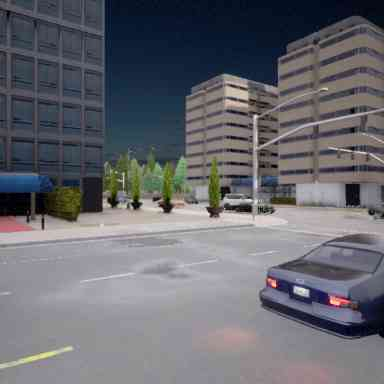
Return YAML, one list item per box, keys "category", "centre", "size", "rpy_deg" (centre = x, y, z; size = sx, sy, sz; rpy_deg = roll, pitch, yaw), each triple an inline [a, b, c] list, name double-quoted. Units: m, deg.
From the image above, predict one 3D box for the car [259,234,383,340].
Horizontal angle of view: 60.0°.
- category: "car"
  centre: [3.702, 1.547, 6.462]
  size: [5.357, 1.411, 2.033]
  rpy_deg: [0, 0, -35]

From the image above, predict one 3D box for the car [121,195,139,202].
- category: "car"
  centre: [-12.385, 1.210, 66.243]
  size: [1.895, 1.301, 4.718]
  rpy_deg: [0, 0, -35]

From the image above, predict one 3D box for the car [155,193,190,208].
- category: "car"
  centre: [-2.706, 1.351, 46.165]
  size: [2.097, 1.767, 4.553]
  rpy_deg: [0, 0, -35]

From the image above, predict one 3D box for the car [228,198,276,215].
- category: "car"
  centre: [6.152, 1.601, 33.436]
  size: [1.895, 1.301, 4.718]
  rpy_deg: [0, 0, -34]

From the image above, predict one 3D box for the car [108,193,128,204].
- category: "car"
  centre: [-13.969, 1.225, 62.370]
  size: [2.150, 2.045, 5.566]
  rpy_deg: [0, 0, -35]

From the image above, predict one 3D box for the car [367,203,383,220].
- category: "car"
  centre: [16.089, 1.491, 25.439]
  size: [2.128, 1.511, 4.902]
  rpy_deg: [0, 0, -35]

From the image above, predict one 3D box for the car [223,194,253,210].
- category: "car"
  centre: [6.068, 1.222, 39.739]
  size: [2.150, 2.045, 5.566]
  rpy_deg: [0, 0, -35]

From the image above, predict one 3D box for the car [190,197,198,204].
- category: "car"
  centre: [-0.647, 1.564, 61.855]
  size: [1.994, 1.385, 4.181]
  rpy_deg: [0, 0, -34]

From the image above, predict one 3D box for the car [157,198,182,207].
- category: "car"
  centre: [-3.645, 1.600, 53.609]
  size: [1.895, 1.301, 4.718]
  rpy_deg: [0, 0, -35]

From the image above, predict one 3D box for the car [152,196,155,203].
- category: "car"
  centre: [-6.367, 1.223, 69.982]
  size: [2.150, 2.045, 5.566]
  rpy_deg: [0, 0, -35]
